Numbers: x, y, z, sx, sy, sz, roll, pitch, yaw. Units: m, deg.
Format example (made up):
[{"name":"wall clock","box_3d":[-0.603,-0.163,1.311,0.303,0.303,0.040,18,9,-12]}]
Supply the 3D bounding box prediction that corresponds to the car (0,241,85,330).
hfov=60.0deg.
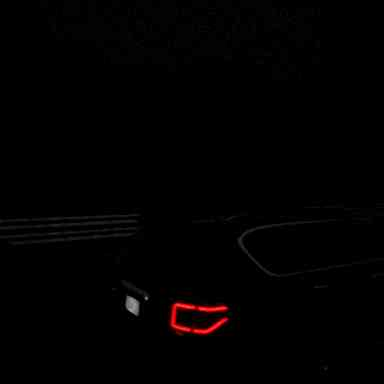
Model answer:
[{"name":"car","box_3d":[-3.618,1.547,5.469,5.357,1.411,2.033,0,0,-36]}]

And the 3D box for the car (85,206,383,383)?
[{"name":"car","box_3d":[1.585,1.226,4.879,5.566,2.045,2.150,0,0,-35]}]
